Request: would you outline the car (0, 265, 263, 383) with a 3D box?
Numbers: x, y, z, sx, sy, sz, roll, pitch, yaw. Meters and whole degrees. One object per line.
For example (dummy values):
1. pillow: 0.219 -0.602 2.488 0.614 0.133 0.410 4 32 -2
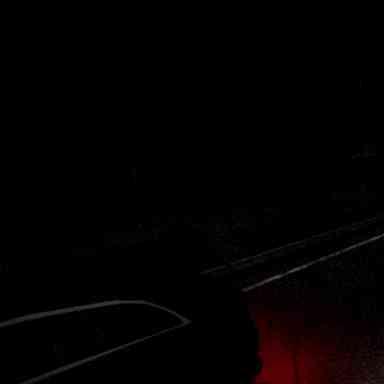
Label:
1. car: -1.617 1.491 2.518 4.902 1.511 2.128 -4 2 -35
